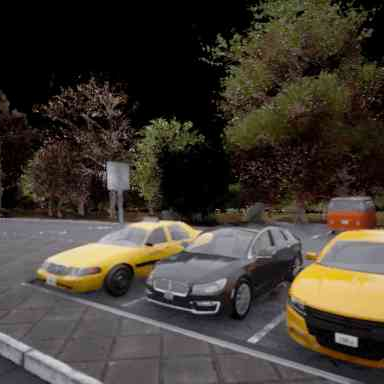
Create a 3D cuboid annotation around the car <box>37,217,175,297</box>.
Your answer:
[{"bbox_3d":[-1.330,1.491,9.028,1.946,1.575,5.366,0,0,36],"label":"car"}]

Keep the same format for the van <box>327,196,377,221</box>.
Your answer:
[{"bbox_3d":[8.829,1.249,18.201,1.878,1.987,4.442,0,0,36],"label":"van"}]

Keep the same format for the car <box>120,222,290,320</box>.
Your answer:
[{"bbox_3d":[1.027,1.478,7.563,2.231,1.521,4.892,0,0,36],"label":"car"}]

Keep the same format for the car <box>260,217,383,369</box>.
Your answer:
[{"bbox_3d":[3.276,1.468,5.941,2.097,1.535,5.008,0,0,36],"label":"car"}]
